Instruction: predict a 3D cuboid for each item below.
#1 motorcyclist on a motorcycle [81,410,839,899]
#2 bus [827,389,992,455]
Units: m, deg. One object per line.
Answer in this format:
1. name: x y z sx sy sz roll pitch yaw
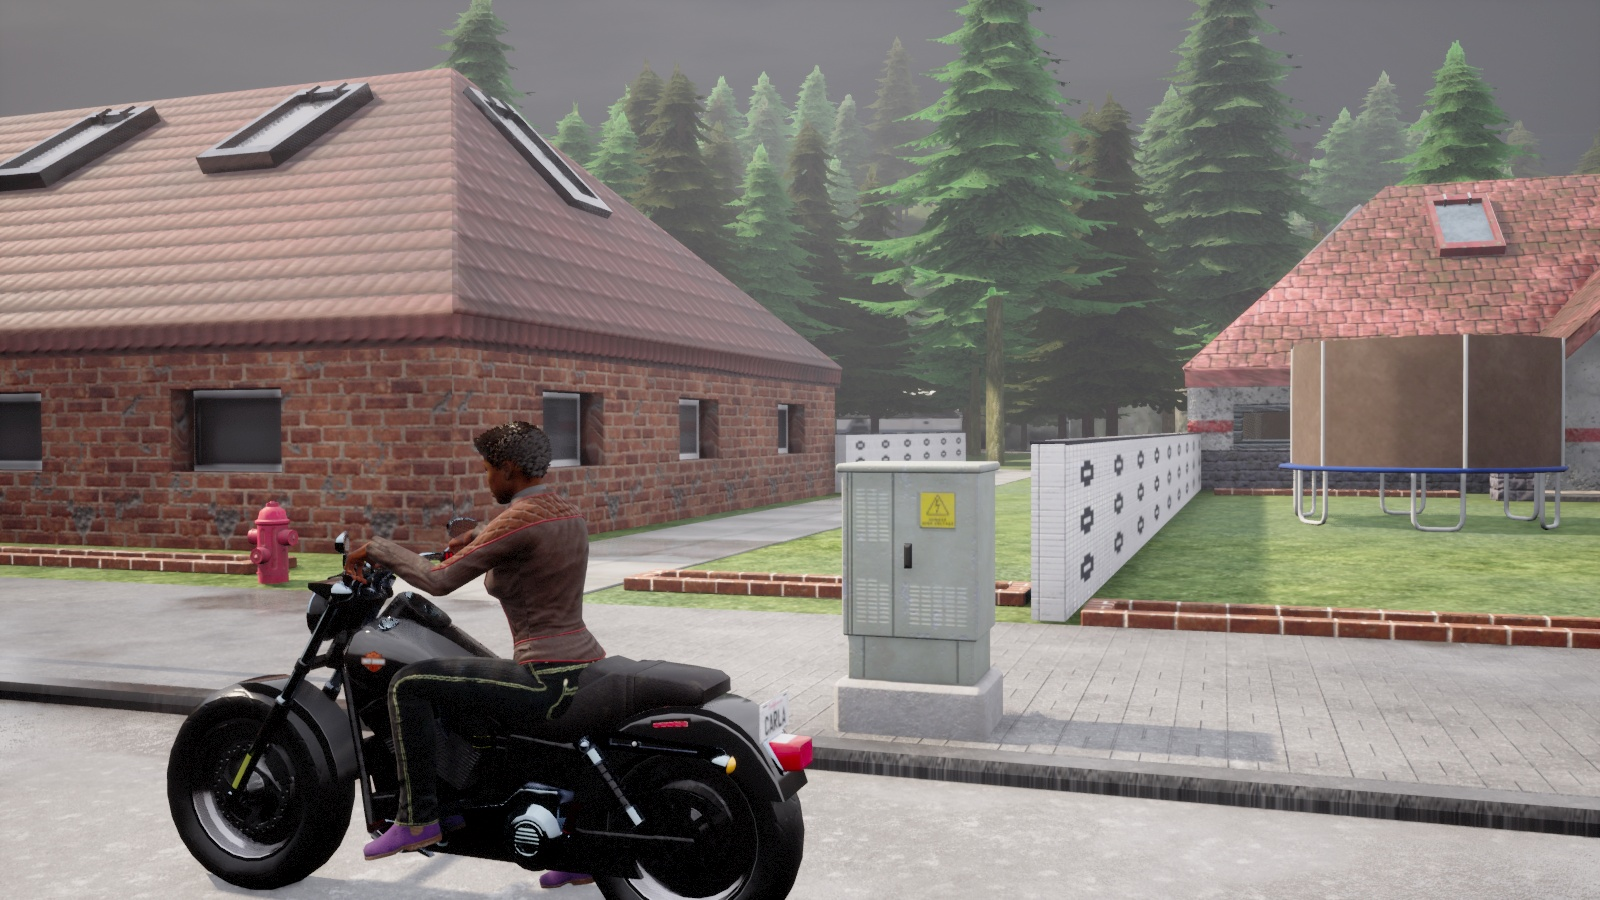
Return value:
1. motorcyclist on a motorcycle: -1.109 0.707 4.093 2.350 1.649 0.766 0 1 19
2. bus: 7.300 -1.863 83.718 10.273 4.253 3.944 1 1 19
